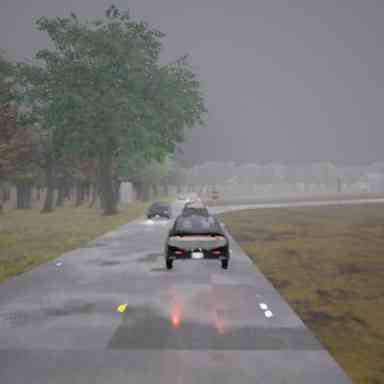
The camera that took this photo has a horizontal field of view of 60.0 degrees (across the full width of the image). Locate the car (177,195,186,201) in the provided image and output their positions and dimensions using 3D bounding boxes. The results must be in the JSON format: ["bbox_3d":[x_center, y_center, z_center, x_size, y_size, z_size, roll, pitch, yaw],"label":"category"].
[{"bbox_3d":[-2.403,1.444,79.517,1.812,1.442,4.674,0,0,0],"label":"car"}]

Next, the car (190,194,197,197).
[{"bbox_3d":[0.380,1.390,87.183,1.882,1.535,5.008,0,0,0],"label":"car"}]

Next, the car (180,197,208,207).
[{"bbox_3d":[0.197,1.424,24.845,1.882,1.535,5.008,0,0,0],"label":"car"}]

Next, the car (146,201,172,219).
[{"bbox_3d":[-2.646,1.488,28.372,2.033,1.411,5.357,0,0,1],"label":"car"}]

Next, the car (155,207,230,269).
[{"bbox_3d":[0.146,1.458,11.088,2.128,1.511,4.902,0,0,0],"label":"car"}]
